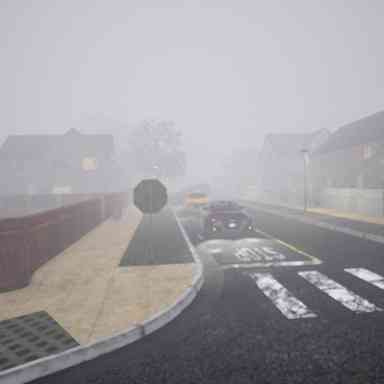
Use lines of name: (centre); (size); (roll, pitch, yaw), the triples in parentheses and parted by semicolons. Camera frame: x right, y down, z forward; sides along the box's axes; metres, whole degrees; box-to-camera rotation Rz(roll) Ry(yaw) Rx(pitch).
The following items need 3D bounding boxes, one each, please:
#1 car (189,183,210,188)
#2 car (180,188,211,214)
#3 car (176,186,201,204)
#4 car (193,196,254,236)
car: (1.320, -0.180, 46.123); (2.150, 2.045, 5.566); (-2, 2, -6)
car: (0.381, 0.698, 25.390); (1.882, 1.535, 5.008); (-2, 2, -5)
car: (-0.674, 0.418, 36.372); (2.128, 1.511, 4.902); (-2, 2, -5)
car: (1.390, 1.066, 15.059); (1.994, 1.385, 4.181); (-2, 2, -5)
